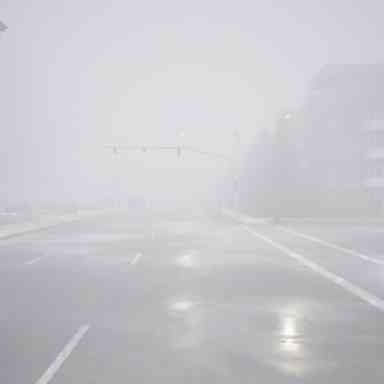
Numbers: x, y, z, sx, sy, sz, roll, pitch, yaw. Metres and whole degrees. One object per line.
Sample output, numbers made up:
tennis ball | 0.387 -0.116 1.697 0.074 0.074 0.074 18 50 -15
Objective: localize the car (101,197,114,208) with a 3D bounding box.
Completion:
car | -16.418 2.014 63.677 2.150 2.045 5.566 0 -1 0

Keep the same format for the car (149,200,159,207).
car | -8.420 2.456 73.559 1.812 1.442 4.674 0 -1 0

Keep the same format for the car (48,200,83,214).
car | -16.393 2.025 43.433 2.128 1.511 4.902 0 -1 0

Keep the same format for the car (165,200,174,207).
car | -4.916 2.448 72.547 2.128 1.511 4.902 0 -1 0

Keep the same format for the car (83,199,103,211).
car | -16.441 2.207 53.288 2.033 1.411 5.357 0 -1 0

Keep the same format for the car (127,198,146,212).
car | -8.276 1.851 49.955 2.150 2.045 5.566 0 -1 0

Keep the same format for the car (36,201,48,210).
car | -23.431 2.161 53.894 1.837 1.490 4.892 0 -1 1

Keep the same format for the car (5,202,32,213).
car | -23.389 2.105 44.902 1.994 1.385 4.181 0 -1 0

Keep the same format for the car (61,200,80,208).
car | -23.407 2.265 64.136 1.882 1.535 5.008 0 -1 0
